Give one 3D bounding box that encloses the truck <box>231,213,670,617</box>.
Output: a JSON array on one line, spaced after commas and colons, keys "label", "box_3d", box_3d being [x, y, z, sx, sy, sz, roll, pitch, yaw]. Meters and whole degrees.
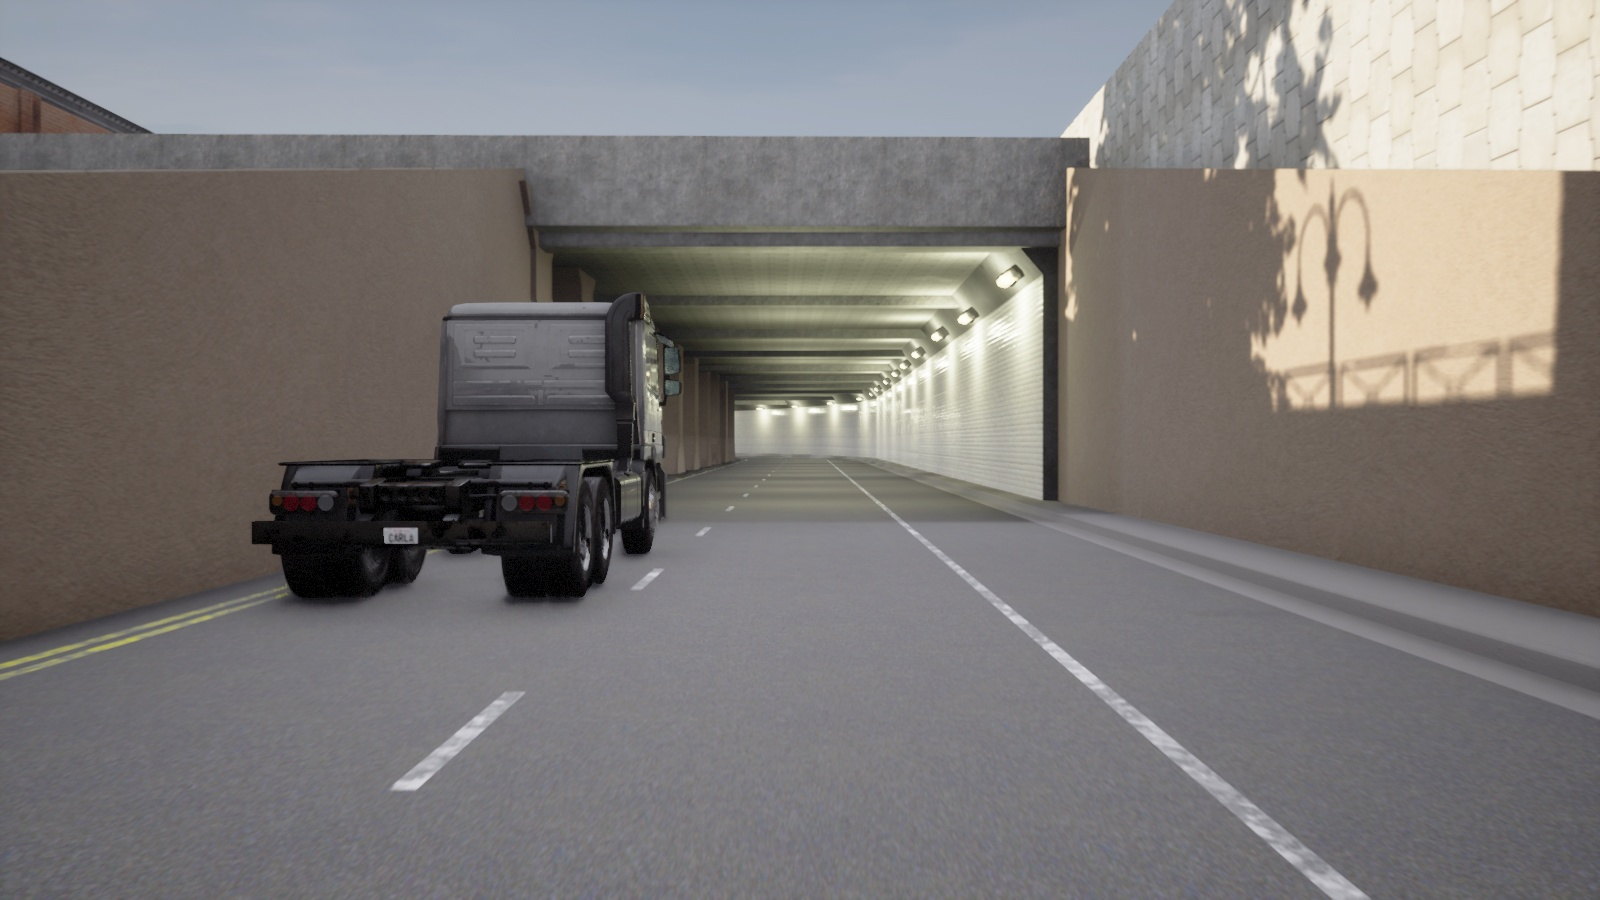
[{"label": "truck", "box_3d": [-3.402, -0.321, 14.719, 2.891, 3.462, 7.936, 0, 0, 0]}]
